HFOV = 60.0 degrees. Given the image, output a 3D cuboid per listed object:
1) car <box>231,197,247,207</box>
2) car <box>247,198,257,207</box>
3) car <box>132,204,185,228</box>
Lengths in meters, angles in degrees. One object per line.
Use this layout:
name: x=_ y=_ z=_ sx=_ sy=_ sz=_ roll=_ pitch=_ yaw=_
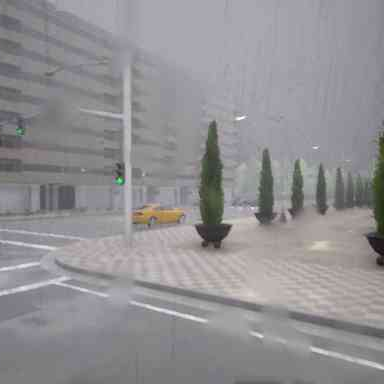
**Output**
car: x=8.403 y=1.700 z=56.046 sx=1.837 sy=1.490 sz=4.892 roll=-1 pitch=-1 yaw=36
car: x=11.232 y=1.718 z=53.986 sx=1.994 sy=1.385 sz=4.181 roll=-1 pitch=0 yaw=36
car: x=-2.439 y=1.566 z=23.178 sx=1.882 sy=1.535 sz=5.008 roll=-1 pitch=-1 yaw=35
